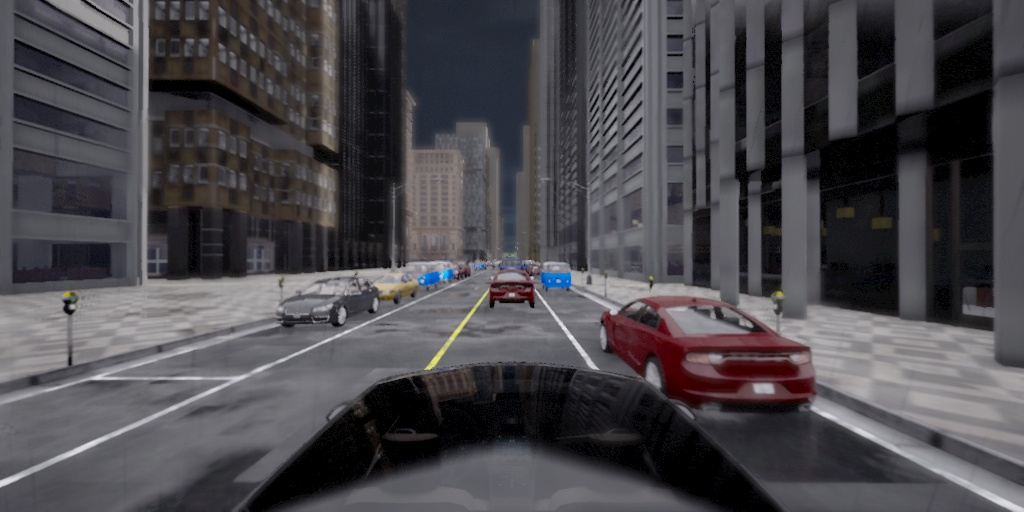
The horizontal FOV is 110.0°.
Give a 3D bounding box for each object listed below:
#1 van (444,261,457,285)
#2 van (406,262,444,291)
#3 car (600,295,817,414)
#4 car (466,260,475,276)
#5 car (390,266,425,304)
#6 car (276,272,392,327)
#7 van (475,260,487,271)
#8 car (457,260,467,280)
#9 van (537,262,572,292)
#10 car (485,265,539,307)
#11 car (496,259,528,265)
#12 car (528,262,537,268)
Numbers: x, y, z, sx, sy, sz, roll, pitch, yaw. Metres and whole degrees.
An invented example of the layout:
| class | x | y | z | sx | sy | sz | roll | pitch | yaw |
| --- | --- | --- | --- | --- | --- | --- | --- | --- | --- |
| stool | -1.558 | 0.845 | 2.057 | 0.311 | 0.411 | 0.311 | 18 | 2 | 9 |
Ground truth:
| class | x | y | z | sx | sy | sz | roll | pitch | yaw |
| --- | --- | --- | --- | --- | --- | --- | --- | --- | --- |
| van | -5.765 | 1.339 | 28.705 | 1.690 | 1.789 | 3.998 | 0 | 0 | 0 |
| van | -5.765 | 1.287 | 23.065 | 1.690 | 1.789 | 3.998 | 0 | 0 | 0 |
| car | 2.762 | 1.336 | 6.149 | 1.888 | 1.381 | 4.507 | 0 | 0 | 0 |
| car | -5.765 | 1.416 | 39.987 | 2.192 | 1.841 | 5.009 | 0 | 0 | 0 |
| car | -5.764 | 1.420 | 17.254 | 1.751 | 1.417 | 4.829 | 0 | 0 | 0 |
| car | -5.764 | 1.393 | 11.784 | 2.007 | 1.370 | 4.403 | 0 | 0 | 0 |
| van | -5.767 | 1.648 | 62.550 | 1.690 | 1.789 | 3.998 | 0 | 0 | 0 |
| car | -5.765 | 1.489 | 34.346 | 1.967 | 1.591 | 4.097 | 0 | 0 | 0 |
| van | 2.761 | 1.287 | 23.070 | 1.690 | 1.789 | 3.998 | 0 | 0 | 0 |
| car | 0.004 | 1.362 | 16.317 | 1.882 | 1.535 | 5.008 | 0 | 0 | 0 |
| car | -0.001 | 1.235 | 30.872 | 2.150 | 2.045 | 5.566 | 0 | 0 | 0 |
| car | 2.760 | 1.684 | 39.991 | 1.802 | 1.307 | 4.207 | 0 | 0 | 0 |
